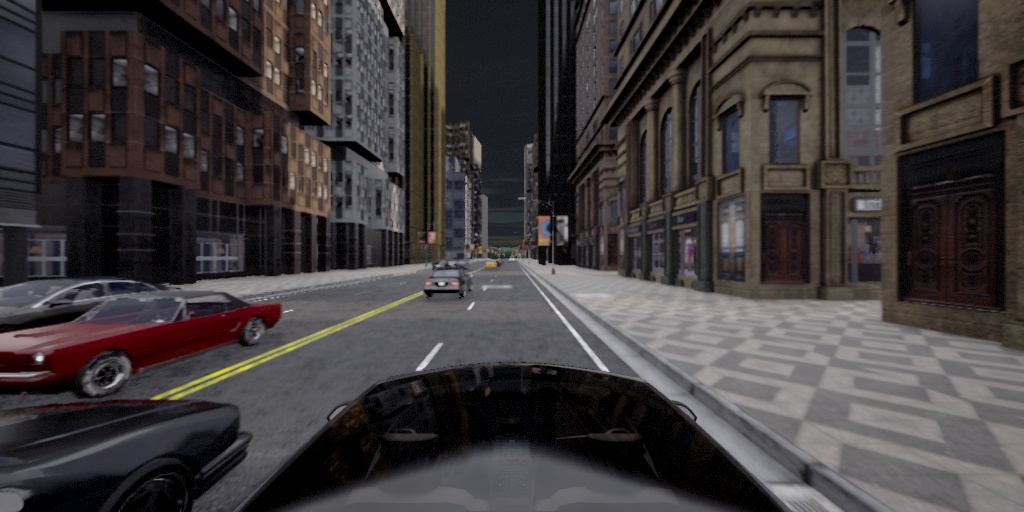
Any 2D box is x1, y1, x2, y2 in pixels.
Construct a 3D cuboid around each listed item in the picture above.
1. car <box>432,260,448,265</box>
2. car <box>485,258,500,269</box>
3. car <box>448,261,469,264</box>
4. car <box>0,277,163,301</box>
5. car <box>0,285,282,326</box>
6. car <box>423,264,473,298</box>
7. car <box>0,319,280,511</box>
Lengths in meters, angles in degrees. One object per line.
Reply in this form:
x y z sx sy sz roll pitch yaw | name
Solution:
-9.825 1.268 49.640 2.128 1.511 4.902 0 0 0 | car
-3.250 1.240 55.939 1.801 1.575 5.366 0 0 0 | car
-6.583 1.320 47.057 2.033 1.411 5.357 0 0 0 | car
-9.850 1.244 7.815 2.128 1.511 4.902 0 0 0 | car
-6.601 1.353 6.600 1.895 1.301 4.718 0 0 0 | car
-3.150 1.303 18.516 2.033 1.411 5.357 0 0 0 | car
-3.150 1.298 0.580 2.033 1.411 5.357 0 0 0 | car
